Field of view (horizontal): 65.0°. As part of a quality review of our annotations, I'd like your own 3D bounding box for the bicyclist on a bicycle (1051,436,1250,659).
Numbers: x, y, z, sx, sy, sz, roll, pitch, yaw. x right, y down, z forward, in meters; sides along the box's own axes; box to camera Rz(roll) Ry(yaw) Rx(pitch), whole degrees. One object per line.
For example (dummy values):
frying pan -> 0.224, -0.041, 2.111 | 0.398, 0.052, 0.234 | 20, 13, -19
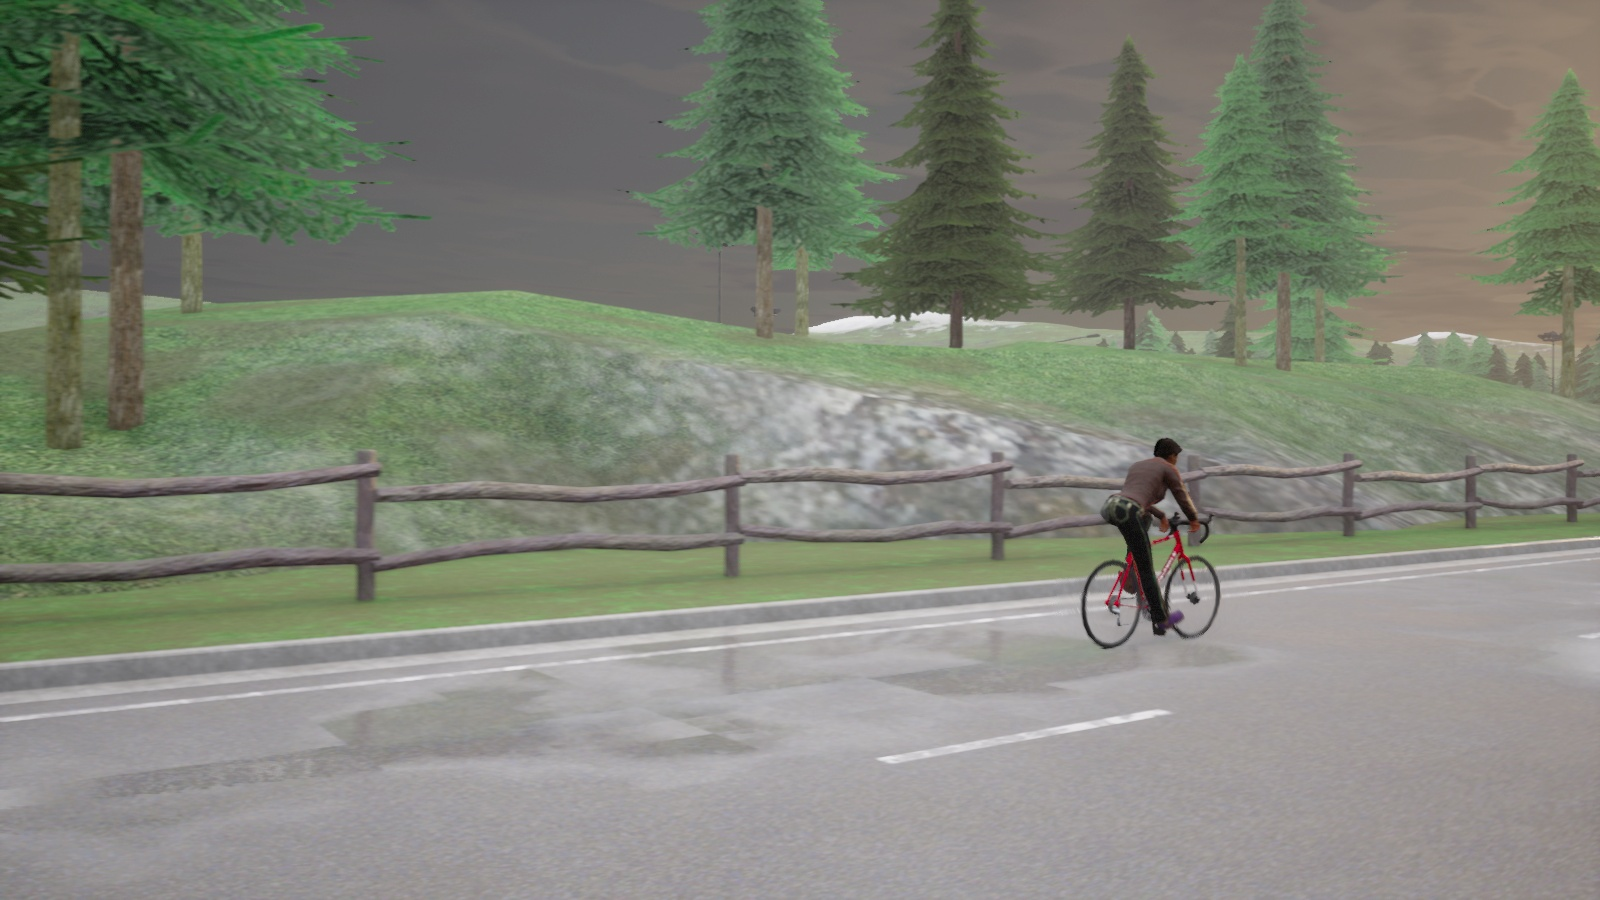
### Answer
bicyclist on a bicycle -> 2.768, 0.716, 9.850 | 1.656, 1.620, 0.582 | 0, 0, -35
